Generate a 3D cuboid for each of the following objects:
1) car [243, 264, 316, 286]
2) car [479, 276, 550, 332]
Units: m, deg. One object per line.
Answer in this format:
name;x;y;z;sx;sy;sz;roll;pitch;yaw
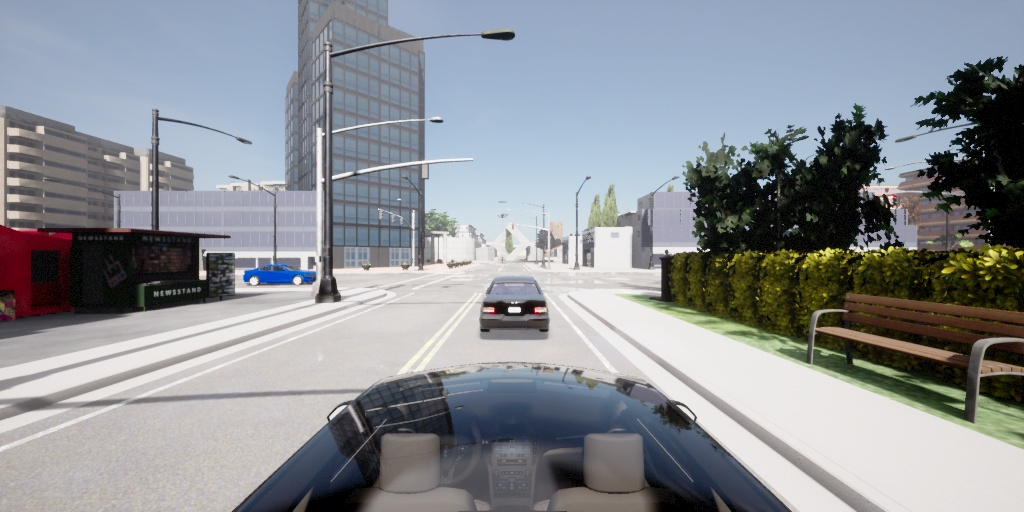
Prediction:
car;-16.778;1.336;26.238;5.008;1.535;1.882;-1;0;0
car;0.069;1.297;10.829;2.033;1.411;5.357;0;0;0
